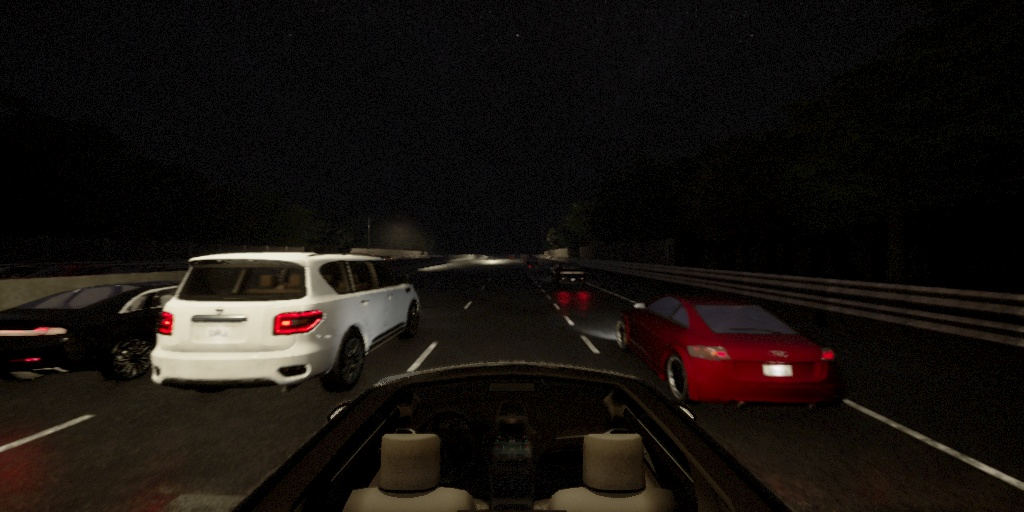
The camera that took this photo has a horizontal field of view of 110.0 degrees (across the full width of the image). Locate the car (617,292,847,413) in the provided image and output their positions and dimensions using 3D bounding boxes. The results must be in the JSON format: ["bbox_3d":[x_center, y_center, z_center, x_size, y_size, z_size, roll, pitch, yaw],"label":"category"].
[{"bbox_3d":[3.222,1.311,6.242,1.994,1.385,4.181,0,0,2],"label":"car"}]

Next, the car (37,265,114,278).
[{"bbox_3d":[-17.596,1.243,16.792,2.033,1.411,5.357,0,0,0],"label":"car"}]

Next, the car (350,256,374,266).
[{"bbox_3d":[-24.540,0.805,58.833,1.837,1.490,4.892,0,1,0],"label":"car"}]

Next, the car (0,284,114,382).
[{"bbox_3d":[-6.901,1.229,7.109,2.128,1.511,4.902,0,0,0],"label":"car"}]

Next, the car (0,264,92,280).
[{"bbox_3d":[-21.092,1.168,17.121,1.882,1.535,5.008,0,0,0],"label":"car"}]

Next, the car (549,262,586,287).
[{"bbox_3d":[3.563,1.161,23.353,2.128,1.511,4.902,0,0,0],"label":"car"}]

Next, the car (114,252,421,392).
[{"bbox_3d":[-3.401,0.962,6.838,2.150,2.045,5.566,0,0,0],"label":"car"}]

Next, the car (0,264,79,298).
[{"bbox_3d":[-24.597,1.193,17.131,1.837,1.490,4.892,0,0,0],"label":"car"}]

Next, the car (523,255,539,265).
[{"bbox_3d":[3.475,0.716,61.492,2.033,1.649,4.856,0,1,0],"label":"car"}]

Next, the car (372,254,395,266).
[{"bbox_3d":[-21.046,0.654,58.894,2.097,1.767,4.553,0,1,0],"label":"car"}]
